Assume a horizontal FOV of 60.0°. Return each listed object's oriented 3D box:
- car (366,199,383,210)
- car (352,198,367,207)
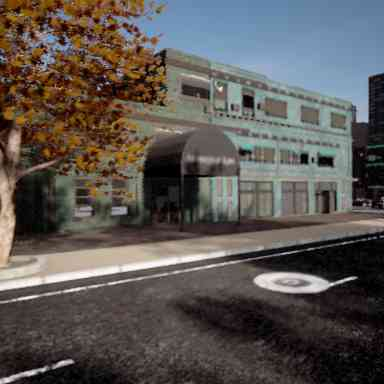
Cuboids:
[{"bbox_3d":[25.456,1.717,42.859,1.947,1.339,4.313,-2,0,-36],"label":"car"},{"bbox_3d":[27.409,1.697,54.610,2.008,1.369,4.403,-2,0,-36],"label":"car"}]
